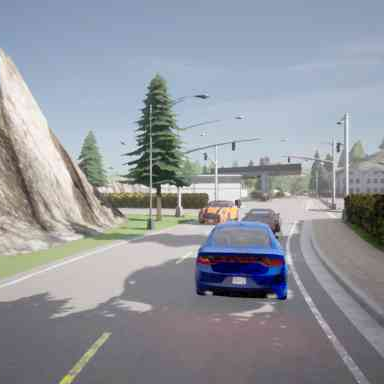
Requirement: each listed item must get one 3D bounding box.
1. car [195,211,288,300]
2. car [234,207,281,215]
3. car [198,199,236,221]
[{"bbox_3d":[1.304,1.478,8.553,1.882,1.535,5.008,0,0,10],"label":"car"},{"bbox_3d":[3.720,1.564,17.739,1.994,1.385,4.181,0,0,17],"label":"car"},{"bbox_3d":[2.011,1.355,24.302,2.097,1.767,4.553,0,0,19],"label":"car"}]
